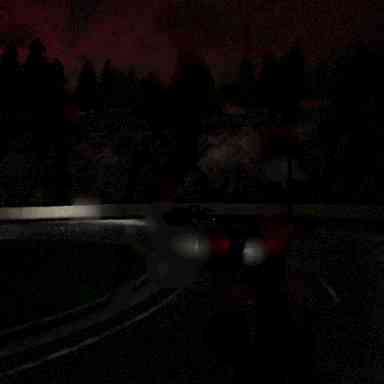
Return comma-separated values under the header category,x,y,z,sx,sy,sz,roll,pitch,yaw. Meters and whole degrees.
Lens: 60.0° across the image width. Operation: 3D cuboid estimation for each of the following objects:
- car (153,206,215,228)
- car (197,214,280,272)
category,x,y,z,sx,sy,sz,roll,pitch,yaw
car,-0.595,1.741,24.429,4.902,1.511,2.128,-1,-1,29
car,1.460,1.663,11.265,1.994,1.385,4.181,0,-1,-4
